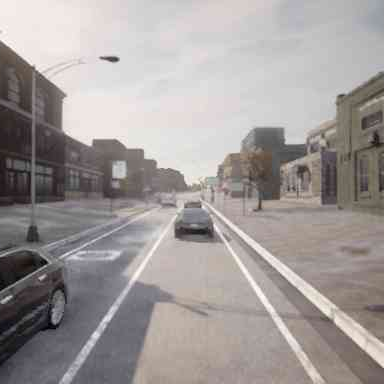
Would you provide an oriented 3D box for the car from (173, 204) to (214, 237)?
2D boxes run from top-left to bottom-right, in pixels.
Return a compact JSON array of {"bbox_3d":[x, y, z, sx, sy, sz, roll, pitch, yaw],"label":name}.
[{"bbox_3d":[0.103,1.543,17.765,1.994,1.385,4.181,0,0,0],"label":"car"}]

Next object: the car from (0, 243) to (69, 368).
[{"bbox_3d":[-3.099,1.504,4.067,1.837,1.490,4.892,0,0,0],"label":"car"}]

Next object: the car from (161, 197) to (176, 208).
[{"bbox_3d":[-3.079,1.435,45.085,2.033,1.411,5.357,0,0,0],"label":"car"}]

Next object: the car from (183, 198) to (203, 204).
[{"bbox_3d":[0.106,1.375,35.523,2.128,1.511,4.902,-1,2,0],"label":"car"}]
